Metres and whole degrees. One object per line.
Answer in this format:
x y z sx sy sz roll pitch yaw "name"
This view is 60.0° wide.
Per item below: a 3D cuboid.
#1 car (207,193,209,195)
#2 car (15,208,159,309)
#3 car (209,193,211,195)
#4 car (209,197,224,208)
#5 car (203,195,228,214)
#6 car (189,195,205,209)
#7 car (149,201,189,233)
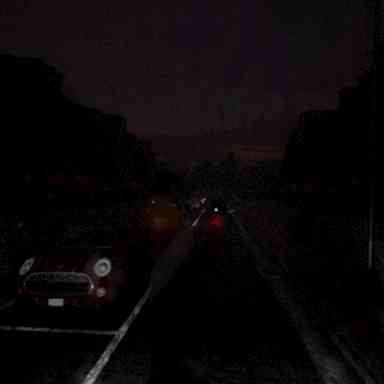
1.484 1.214 56.571 1.967 1.590 4.097 -1 0 4 "car"
-2.184 1.350 7.680 1.967 1.590 4.097 0 0 4 "car"
2.300 1.343 67.434 2.008 1.369 4.403 -1 0 4 "car"
3.376 1.412 45.882 1.895 1.301 4.718 1 0 5 "car"
2.389 1.339 32.494 1.837 1.490 4.892 1 0 5 "car"
0.251 1.302 40.105 1.752 1.417 4.829 -1 0 4 "car"
-1.455 1.324 18.640 1.882 1.535 5.008 1 0 4 "car"
